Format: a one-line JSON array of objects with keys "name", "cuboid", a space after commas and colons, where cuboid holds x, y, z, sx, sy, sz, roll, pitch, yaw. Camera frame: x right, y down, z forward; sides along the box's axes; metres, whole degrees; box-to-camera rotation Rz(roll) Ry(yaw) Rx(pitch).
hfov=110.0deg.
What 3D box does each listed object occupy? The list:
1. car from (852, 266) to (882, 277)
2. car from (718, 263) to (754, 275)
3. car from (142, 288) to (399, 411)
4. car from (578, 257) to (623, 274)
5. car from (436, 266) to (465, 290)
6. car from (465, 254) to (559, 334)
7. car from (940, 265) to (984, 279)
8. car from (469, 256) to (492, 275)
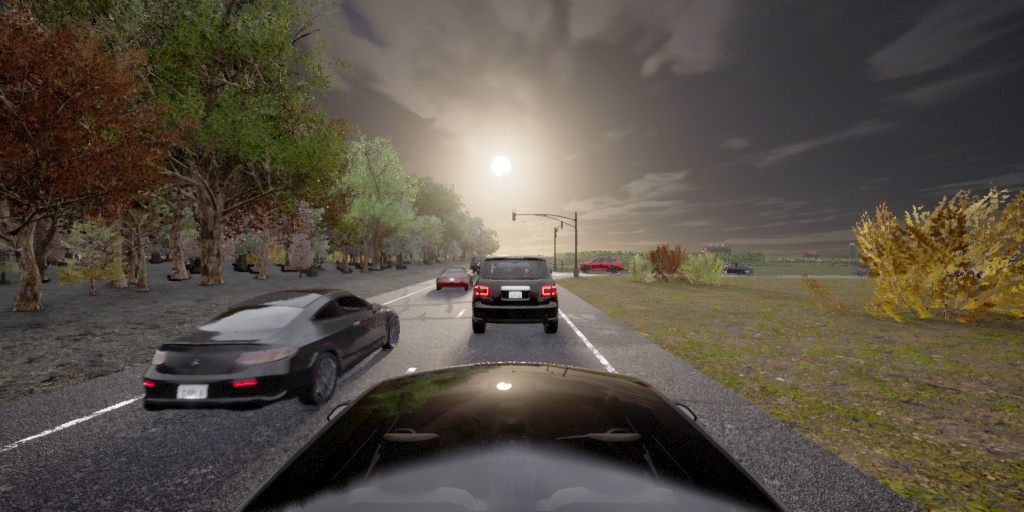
[{"name": "car", "cuboid": [44.627, 1.822, 44.078, 4.674, 1.442, 1.812, 1, -1, 0]}, {"name": "car", "cuboid": [26.959, 1.608, 44.146, 4.892, 1.490, 1.837, 1, -1, 0]}, {"name": "car", "cuboid": [-3.409, 1.277, 6.110, 1.812, 1.442, 4.674, 0, 0, 0]}, {"name": "car", "cuboid": [10.943, 1.159, 44.621, 5.566, 2.045, 2.150, 1, -1, 6]}, {"name": "car", "cuboid": [-3.443, 1.318, 22.487, 1.994, 1.385, 4.181, 0, 0, 0]}, {"name": "car", "cuboid": [0.078, 0.974, 10.813, 2.150, 2.045, 5.566, 0, 0, 0]}, {"name": "car", "cuboid": [50.293, 1.775, 40.462, 5.008, 1.535, 1.882, 1, -1, 1]}, {"name": "car", "cuboid": [-3.484, 0.980, 40.839, 2.150, 2.045, 5.566, 0, 0, 0]}]
